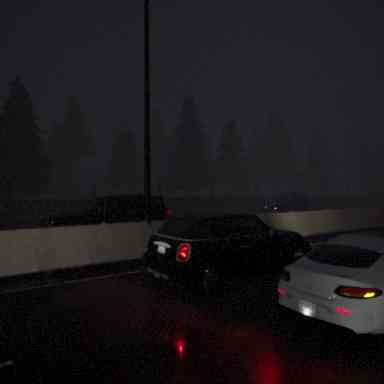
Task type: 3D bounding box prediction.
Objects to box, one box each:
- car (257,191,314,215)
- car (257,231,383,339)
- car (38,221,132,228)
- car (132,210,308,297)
[{"bbox_3d":[8.893,0.991,31.356,5.566,2.045,2.150,-1,0,-35],"label":"car"},{"bbox_3d":[3.565,1.472,6.154,4.674,1.442,1.812,-1,0,-35],"label":"car"},{"bbox_3d":[-3.545,1.153,14.278,5.566,2.045,2.150,-1,0,-35],"label":"car"},{"bbox_3d":[1.059,1.295,8.662,4.553,1.767,2.097,-1,0,-35],"label":"car"}]
